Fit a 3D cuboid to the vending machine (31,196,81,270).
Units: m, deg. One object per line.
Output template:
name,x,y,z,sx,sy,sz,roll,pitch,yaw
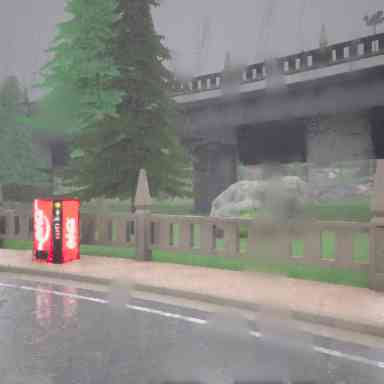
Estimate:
vending machine,-4.150,1.195,10.209,0.880,2.100,1.100,0,0,22
